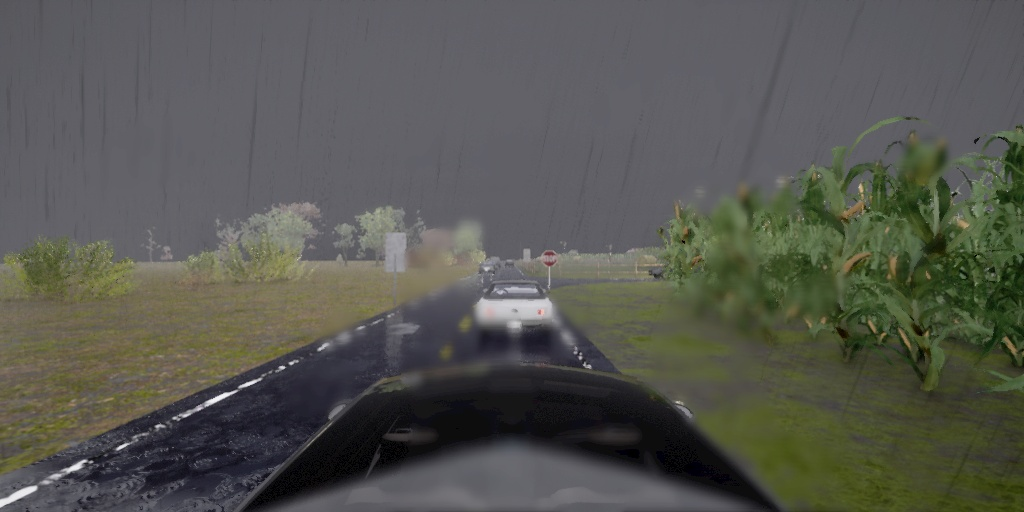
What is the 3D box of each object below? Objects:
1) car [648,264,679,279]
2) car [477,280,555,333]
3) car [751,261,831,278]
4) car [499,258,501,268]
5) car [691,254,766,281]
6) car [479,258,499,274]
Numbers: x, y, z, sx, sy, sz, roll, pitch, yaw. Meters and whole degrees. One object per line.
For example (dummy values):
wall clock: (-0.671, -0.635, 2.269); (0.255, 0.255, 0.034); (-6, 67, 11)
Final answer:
car: (14.371, 1.216, 31.065); (4.892, 1.490, 1.837); (-1, -1, -1)
car: (0.094, 1.378, 10.778); (1.895, 1.301, 4.718); (0, 0, 0)
car: (24.202, 1.164, 31.220); (5.357, 1.411, 2.033); (-1, -1, -1)
car: (-3.136, 1.423, 54.600); (2.128, 1.511, 4.902); (0, 0, -1)
car: (16.915, 0.853, 28.106); (5.566, 2.045, 2.150); (-1, -1, -2)
car: (-2.975, 1.378, 43.527); (2.128, 1.511, 4.902); (0, 0, -2)
